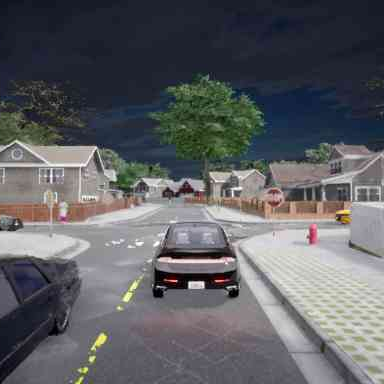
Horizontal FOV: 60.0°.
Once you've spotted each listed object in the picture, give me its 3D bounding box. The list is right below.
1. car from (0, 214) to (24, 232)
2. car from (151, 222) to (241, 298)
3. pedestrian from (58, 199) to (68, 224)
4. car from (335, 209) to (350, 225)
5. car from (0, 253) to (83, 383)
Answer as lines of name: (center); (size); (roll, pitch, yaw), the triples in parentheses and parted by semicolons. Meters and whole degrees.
car: (-12.056, 1.698, 19.166); (4.181, 1.385, 1.994); (-1, -2, 1)
car: (0.079, 1.506, 8.544); (2.128, 1.511, 4.902); (0, 0, 0)
pedestrian: (-9.708, 1.454, 25.017); (0.375, 1.860, 0.375); (0, -1, 1)
car: (12.026, 1.403, 21.848); (5.008, 1.535, 1.882); (-1, -2, 1)
car: (-2.914, 1.553, 3.983); (2.033, 1.411, 5.357); (0, 0, -1)
